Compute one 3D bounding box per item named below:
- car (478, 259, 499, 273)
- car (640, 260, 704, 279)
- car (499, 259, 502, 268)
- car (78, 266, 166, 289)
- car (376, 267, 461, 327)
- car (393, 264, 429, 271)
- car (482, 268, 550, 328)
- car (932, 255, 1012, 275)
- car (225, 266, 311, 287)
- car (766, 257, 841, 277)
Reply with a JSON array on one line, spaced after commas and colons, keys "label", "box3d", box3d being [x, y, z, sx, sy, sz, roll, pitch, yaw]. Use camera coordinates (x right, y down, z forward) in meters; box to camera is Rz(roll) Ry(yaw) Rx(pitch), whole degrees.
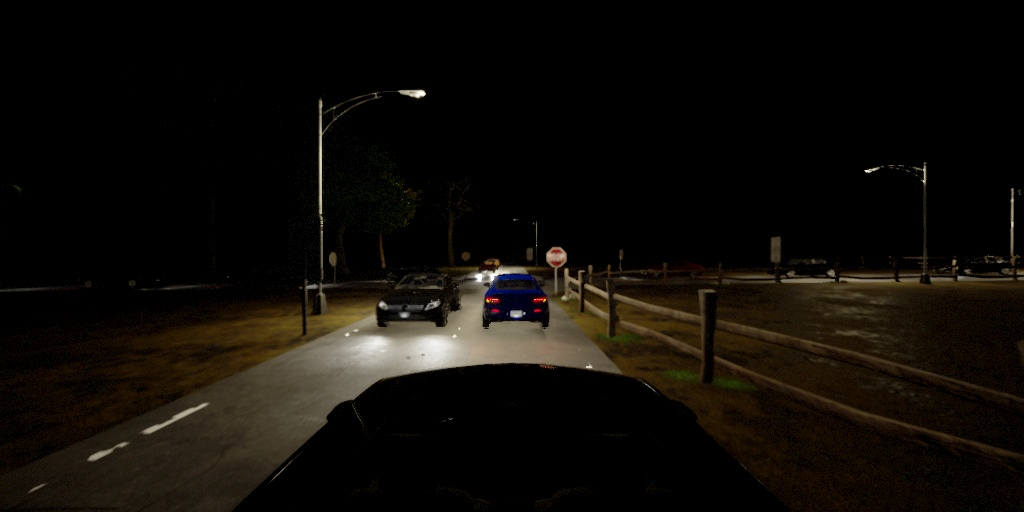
[{"label": "car", "box3d": [-2.817, 1.263, 41.082, 1.895, 1.301, 4.718, 0, 0, -1]}, {"label": "car", "box3d": [12.606, 1.030, 28.358, 4.674, 1.442, 1.812, -1, 1, 2]}, {"label": "car", "box3d": [-2.852, 1.135, 50.438, 1.882, 1.535, 5.008, 0, 0, 0]}, {"label": "car", "box3d": [-27.732, 1.482, 25.587, 5.008, 1.535, 1.882, -1, 1, 1]}, {"label": "car", "box3d": [-2.753, 1.247, 11.521, 1.812, 1.442, 4.674, 0, 0, 0]}, {"label": "car", "box3d": [-7.521, 1.316, 27.304, 4.181, 1.385, 1.994, 0, 1, 24]}, {"label": "car", "box3d": [0.082, 1.249, 11.086, 1.812, 1.442, 4.674, 0, 0, -1]}, {"label": "car", "box3d": [36.123, 0.731, 28.178, 4.892, 1.490, 1.837, -1, 1, 1]}, {"label": "car", "box3d": [-17.236, 1.434, 25.559, 5.357, 1.411, 2.033, -1, 1, 0]}, {"label": "car", "box3d": [22.866, 0.863, 28.265, 5.008, 1.535, 1.882, -1, 1, 1]}]
